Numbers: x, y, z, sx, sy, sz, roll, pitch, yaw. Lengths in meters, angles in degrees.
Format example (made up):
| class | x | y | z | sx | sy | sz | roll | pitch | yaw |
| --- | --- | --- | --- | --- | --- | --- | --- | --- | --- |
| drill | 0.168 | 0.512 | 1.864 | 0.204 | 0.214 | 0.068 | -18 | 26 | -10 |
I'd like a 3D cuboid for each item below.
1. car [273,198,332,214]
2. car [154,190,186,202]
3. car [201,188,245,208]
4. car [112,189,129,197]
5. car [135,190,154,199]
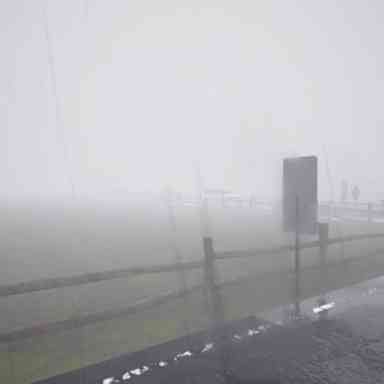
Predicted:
| class | x | y | z | sx | sy | sz | roll | pitch | yaw |
| --- | --- | --- | --- | --- | --- | --- | --- | --- | --- |
| car | 9.030 | 1.086 | 27.425 | 1.882 | 1.535 | 5.008 | 1 | 1 | -35 |
| car | -2.727 | 0.487 | 44.194 | 2.097 | 1.767 | 4.553 | 1 | 1 | -35 |
| car | 3.203 | 0.594 | 35.734 | 2.150 | 2.045 | 5.566 | 1 | 1 | -35 |
| car | -14.083 | 0.120 | 65.464 | 2.128 | 1.511 | 4.902 | 1 | 1 | -35 |
| car | -8.063 | 0.341 | 56.899 | 1.882 | 1.535 | 5.008 | 1 | 1 | -35 |
